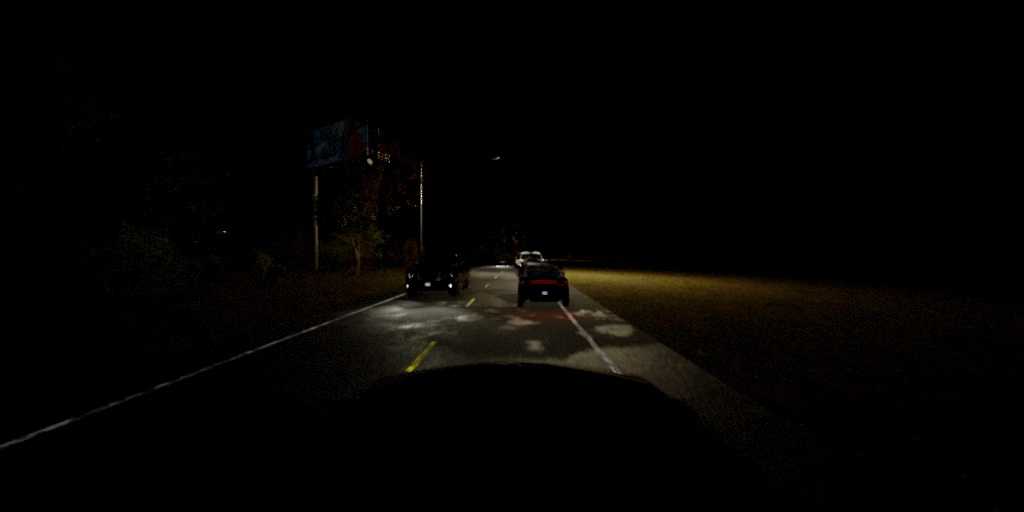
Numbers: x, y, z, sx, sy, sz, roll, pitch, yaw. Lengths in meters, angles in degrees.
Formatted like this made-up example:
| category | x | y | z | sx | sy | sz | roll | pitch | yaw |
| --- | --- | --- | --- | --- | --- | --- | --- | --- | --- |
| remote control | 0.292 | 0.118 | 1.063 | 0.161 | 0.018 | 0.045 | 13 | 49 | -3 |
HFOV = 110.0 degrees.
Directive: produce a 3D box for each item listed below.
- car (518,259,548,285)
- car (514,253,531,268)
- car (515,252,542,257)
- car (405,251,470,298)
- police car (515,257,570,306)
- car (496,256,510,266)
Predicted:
| category | x | y | z | sx | sy | sz | roll | pitch | yaw |
| --- | --- | --- | --- | --- | --- | --- | --- | --- | --- |
| car | 1.393 | 1.001 | 24.637 | 1.837 | 1.490 | 4.892 | 0 | 0 | 2 |
| car | 1.562 | 0.560 | 50.767 | 2.150 | 2.045 | 5.566 | 0 | 0 | 4 |
| car | 1.596 | 0.671 | 30.641 | 2.150 | 2.045 | 5.566 | 0 | 0 | 2 |
| car | -3.410 | 0.778 | 17.529 | 2.150 | 2.045 | 5.566 | 0 | 1 | 1 |
| police car | 1.162 | 1.016 | 14.782 | 1.930 | 1.638 | 5.238 | 0 | 1 | 1 |
| car | -1.462 | 0.794 | 58.649 | 2.128 | 1.511 | 4.902 | 0 | 0 | 5 |
